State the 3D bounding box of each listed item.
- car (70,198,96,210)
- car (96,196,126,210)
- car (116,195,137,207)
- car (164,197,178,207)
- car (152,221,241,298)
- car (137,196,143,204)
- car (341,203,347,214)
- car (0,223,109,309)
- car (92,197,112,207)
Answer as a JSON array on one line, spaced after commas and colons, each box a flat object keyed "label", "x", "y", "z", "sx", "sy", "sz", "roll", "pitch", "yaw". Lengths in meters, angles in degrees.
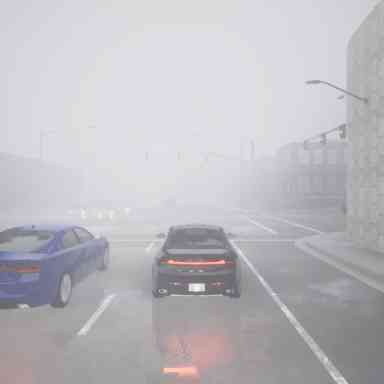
[{"label": "car", "x": -13.970, "y": 1.526, "z": 42.625, "sx": 1.812, "sy": 1.442, "sz": 4.674, "roll": 0, "pitch": 0, "yaw": 1}, {"label": "car", "x": -10.478, "y": 1.601, "z": 43.206, "sx": 1.895, "sy": 1.301, "sz": 4.718, "roll": 0, "pitch": 0, "yaw": 3}, {"label": "car", "x": -10.434, "y": 1.599, "z": 52.367, "sx": 1.895, "sy": 1.301, "sz": 4.718, "roll": 0, "pitch": 0, "yaw": 0}, {"label": "car", "x": -3.244, "y": 1.477, "z": 51.635, "sx": 1.882, "sy": 1.535, "sz": 5.008, "roll": 0, "pitch": 0, "yaw": 0}, {"label": "car", "x": 0.104, "y": 1.505, "z": 8.525, "sx": 1.837, "sy": 1.490, "sz": 4.892, "roll": 0, "pitch": 0, "yaw": 0}, {"label": "car", "x": -10.373, "y": 1.526, "z": 62.522, "sx": 1.812, "sy": 1.442, "sz": 4.674, "roll": 0, "pitch": 0, "yaw": 0}, {"label": "car", "x": 14.997, "y": 1.015, "z": 27.568, "sx": 5.008, "sy": 1.535, "sz": 1.882, "roll": -5, "pitch": 0, "yaw": 0}, {"label": "car", "x": -3.401, "y": 1.478, "z": 7.979, "sx": 1.882, "sy": 1.535, "sz": 5.008, "roll": 0, "pitch": 0, "yaw": 0}, {"label": "car", "x": -13.936, "y": 1.526, "z": 51.725, "sx": 1.812, "sy": 1.442, "sz": 4.674, "roll": 0, "pitch": 0, "yaw": 0}]
